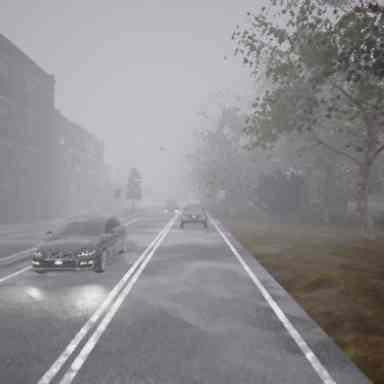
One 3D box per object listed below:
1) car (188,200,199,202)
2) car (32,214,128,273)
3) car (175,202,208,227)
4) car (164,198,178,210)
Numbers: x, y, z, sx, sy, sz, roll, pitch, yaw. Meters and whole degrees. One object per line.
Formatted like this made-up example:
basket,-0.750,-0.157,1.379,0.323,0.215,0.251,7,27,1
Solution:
car,0.198,1.827,42.481,1.882,1.535,5.008,0,-1,0
car,-3.341,1.522,10.763,1.837,1.490,4.892,0,0,0
car,0.132,1.646,23.697,2.033,1.411,5.357,0,-1,0
car,-3.166,1.883,52.155,2.097,1.767,4.553,0,-1,1
